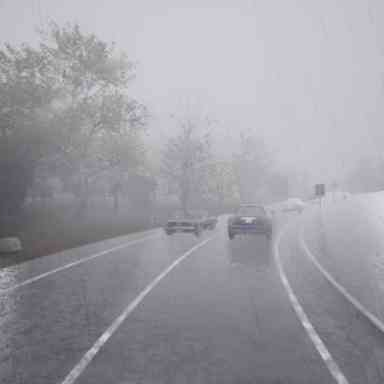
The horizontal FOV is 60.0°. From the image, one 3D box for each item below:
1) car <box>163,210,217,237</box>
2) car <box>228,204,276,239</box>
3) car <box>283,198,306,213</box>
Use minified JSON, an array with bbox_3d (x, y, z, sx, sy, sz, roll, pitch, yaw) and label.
[{"bbox_3d":[0.012,1.717,19.014,1.895,1.301,4.718,-1,-1,18],"label":"car"},{"bbox_3d":[3.283,1.392,17.640,2.097,1.767,4.553,-1,0,17],"label":"car"},{"bbox_3d":[10.685,1.338,34.609,1.812,1.442,4.674,-2,1,27],"label":"car"}]
